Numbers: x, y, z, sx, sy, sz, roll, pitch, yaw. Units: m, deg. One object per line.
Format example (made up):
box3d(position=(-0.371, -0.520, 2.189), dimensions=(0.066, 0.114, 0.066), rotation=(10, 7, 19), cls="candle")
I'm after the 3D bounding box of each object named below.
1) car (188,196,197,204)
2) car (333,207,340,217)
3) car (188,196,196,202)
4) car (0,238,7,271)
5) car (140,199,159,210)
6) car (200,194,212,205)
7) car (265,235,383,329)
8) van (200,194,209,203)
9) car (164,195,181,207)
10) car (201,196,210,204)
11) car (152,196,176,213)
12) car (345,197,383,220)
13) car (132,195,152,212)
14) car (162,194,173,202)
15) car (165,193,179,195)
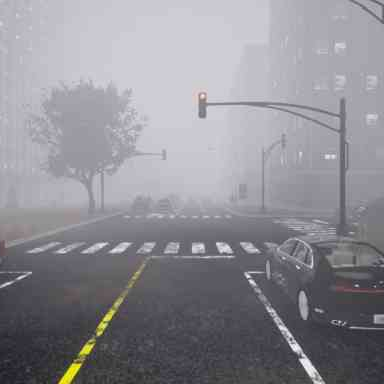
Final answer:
box3d(position=(0.077, 1.598, 66.009), dimensions=(2.033, 1.411, 5.357), rotation=(0, 0, 0), cls="car")
box3d(position=(13.421, 1.350, 26.267), dimensions=(4.403, 1.369, 2.008), rotation=(-1, 1, -1), cls="car")
box3d(position=(-0.013, 1.668, 78.852), dimensions=(1.895, 1.301, 4.718), rotation=(0, 0, 0), cls="car")
box3d(position=(-5.692, 1.545, 6.857), dimensions=(1.887, 1.381, 4.507), rotation=(0, 0, 0), cls="car")
box3d(position=(-5.699, 1.592, 44.769), dimensions=(1.947, 1.339, 4.313), rotation=(0, 0, 0), cls="car")
box3d(position=(2.679, 1.610, 61.338), dimensions=(1.947, 1.339, 4.313), rotation=(0, 0, 0), cls="car")
box3d(position=(2.688, 1.551, 6.859), dimensions=(2.008, 1.369, 4.403), rotation=(0, 0, 0), cls="car")
box3d(position=(2.676, 1.402, 72.385), dimensions=(1.690, 1.788, 3.998), rotation=(0, 0, 0), cls="van")
box3d(position=(-3.103, 1.521, 48.097), dimensions=(2.128, 1.511, 4.902), rotation=(0, 0, 0), cls="car")
box3d(position=(2.678, 1.578, 67.031), dimensions=(1.752, 1.417, 4.829), rotation=(0, 0, 0), cls="car")
box3d(position=(-3.105, 1.525, 37.890), dimensions=(1.837, 1.490, 4.892), rotation=(0, 0, 0), cls="car")
box3d(position=(13.480, 1.151, 23.667), dimensions=(4.553, 1.767, 2.097), rotation=(-1, 0, -1), cls="car")
box3d(position=(-5.699, 1.336, 39.246), dimensions=(2.192, 1.841, 5.009), rotation=(0, 0, 0), cls="car")
box3d(position=(-5.705, 1.386, 77.905), dimensions=(2.192, 1.841, 5.009), rotation=(0, 0, 0), cls="car")
box3d(position=(-3.095, 1.263, 58.675), dimensions=(2.150, 2.045, 5.566), rotation=(0, 0, -1), cls="car")
